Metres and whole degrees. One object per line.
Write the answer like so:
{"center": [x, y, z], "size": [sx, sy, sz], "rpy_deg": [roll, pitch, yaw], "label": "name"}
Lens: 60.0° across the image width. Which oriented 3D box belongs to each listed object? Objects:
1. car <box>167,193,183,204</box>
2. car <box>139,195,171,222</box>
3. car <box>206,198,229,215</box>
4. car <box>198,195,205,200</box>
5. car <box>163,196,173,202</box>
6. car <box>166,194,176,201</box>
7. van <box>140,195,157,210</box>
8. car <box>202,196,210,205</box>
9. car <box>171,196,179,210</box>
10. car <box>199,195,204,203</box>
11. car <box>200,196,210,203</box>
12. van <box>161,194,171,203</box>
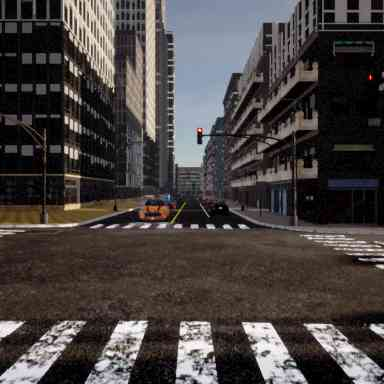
{"center": [-2.946, 1.234, 63.398], "size": [2.150, 2.045, 5.566], "rpy_deg": [0, 0, 0], "label": "car"}
{"center": [-2.956, 1.354, 26.458], "size": [2.097, 1.767, 4.553], "rpy_deg": [0, 0, -2], "label": "car"}
{"center": [2.720, 1.568, 33.802], "size": [1.947, 1.339, 4.313], "rpy_deg": [0, 0, 0], "label": "car"}
{"center": [2.777, 1.590, 94.658], "size": [1.947, 1.339, 4.313], "rpy_deg": [0, 0, 0], "label": "car"}
{"center": [-5.619, 1.567, 77.702], "size": [2.008, 1.369, 4.403], "rpy_deg": [0, 0, 0], "label": "car"}
{"center": [-5.609, 1.337, 89.012], "size": [2.192, 1.841, 5.009], "rpy_deg": [0, 0, 0], "label": "car"}
{"center": [-5.652, 1.346, 43.777], "size": [1.690, 1.788, 3.998], "rpy_deg": [0, 0, 0], "label": "van"}
{"center": [2.729, 1.550, 43.769], "size": [1.887, 1.381, 4.507], "rpy_deg": [0, 0, 0], "label": "car"}
{"center": [-3.057, 1.606, 43.099], "size": [1.895, 1.301, 4.718], "rpy_deg": [0, 0, 0], "label": "car"}
{"center": [2.745, 1.561, 60.732], "size": [2.008, 1.369, 4.403], "rpy_deg": [0, 0, 0], "label": "car"}
{"center": [2.756, 1.559, 72.040], "size": [1.887, 1.381, 4.507], "rpy_deg": [0, 0, 0], "label": "car"}
{"center": [-5.625, 1.355, 72.048], "size": [1.690, 1.788, 3.998], "rpy_deg": [0, 0, 0], "label": "van"}
